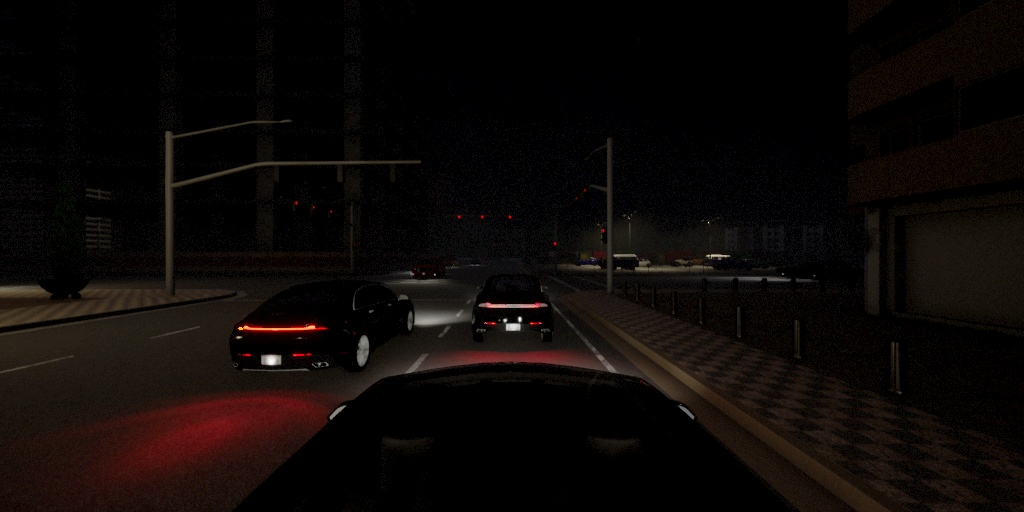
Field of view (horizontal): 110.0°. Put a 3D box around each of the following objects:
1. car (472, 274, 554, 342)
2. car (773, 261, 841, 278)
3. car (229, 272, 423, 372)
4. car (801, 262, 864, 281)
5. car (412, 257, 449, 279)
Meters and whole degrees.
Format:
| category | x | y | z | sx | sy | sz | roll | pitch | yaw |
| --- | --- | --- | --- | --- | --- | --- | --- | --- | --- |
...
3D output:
| category | x | y | z | sx | sy | sz | roll | pitch | yaw |
| --- | --- | --- | --- | --- | --- | --- | --- | --- | --- |
| car | 0.009 | 1.241 | 9.745 | 2.128 | 1.511 | 4.902 | 0 | 0 | 0 |
| car | 27.948 | 1.403 | 34.071 | 4.718 | 1.301 | 1.895 | 0 | 0 | 0 |
| car | -3.476 | 1.254 | 7.601 | 1.837 | 1.490 | 4.892 | 0 | 0 | 0 |
| car | 27.981 | 1.404 | 30.571 | 4.718 | 1.301 | 1.895 | 0 | 0 | 0 |
| car | -7.558 | 1.126 | 33.187 | 2.150 | 2.045 | 5.566 | 0 | 1 | -1 |
